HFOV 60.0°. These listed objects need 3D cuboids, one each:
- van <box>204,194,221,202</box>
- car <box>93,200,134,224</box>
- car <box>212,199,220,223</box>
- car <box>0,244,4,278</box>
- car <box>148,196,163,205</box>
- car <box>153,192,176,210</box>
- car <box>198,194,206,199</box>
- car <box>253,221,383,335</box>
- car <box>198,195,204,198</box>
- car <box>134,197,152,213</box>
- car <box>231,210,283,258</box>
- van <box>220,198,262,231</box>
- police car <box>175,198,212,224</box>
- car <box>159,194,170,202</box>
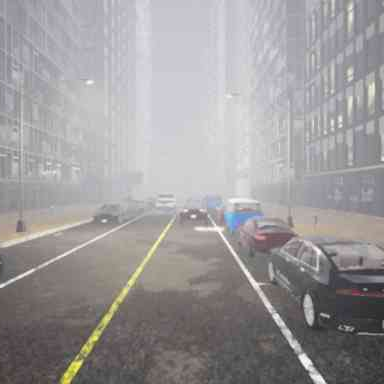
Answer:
[{"bbox_3d":[2.710,1.180,40.816,1.690,1.788,3.998,0,0,0],"label":"van"},{"bbox_3d":[-5.679,1.478,23.728,1.947,1.339,4.313,0,0,0],"label":"car"},{"bbox_3d":[2.701,1.456,23.722,1.887,1.381,4.507,0,0,0],"label":"car"},{"bbox_3d":[-5.689,1.418,6.634,1.967,1.590,4.097,0,0,0],"label":"car"},{"bbox_3d":[-5.664,1.371,52.221,1.802,1.307,4.206,0,0,0],"label":"car"},{"bbox_3d":[-3.074,1.061,40.255,2.150,2.045,5.566,0,1,0],"label":"car"},{"bbox_3d":[2.737,1.134,92.101,1.887,1.381,4.507,0,0,0],"label":"car"},{"bbox_3d":[2.692,1.528,6.629,2.008,1.369,4.403,0,0,0],"label":"car"},{"bbox_3d":[0.121,1.400,41.658,1.994,1.385,4.181,0,0,0],"label":"car"},{"bbox_3d":[-5.673,1.446,35.125,1.802,1.307,4.206,0,0,0],"label":"car"},{"bbox_3d":[2.695,1.539,12.326,1.802,1.307,4.206,0,0,0],"label":"car"},{"bbox_3d":[2.698,1.276,18.024,1.690,1.788,3.998,0,0,0],"label":"van"},{"bbox_3d":[0.112,1.412,23.976,2.038,1.542,4.974,0,0,0],"label":"police car"},{"bbox_3d":[-5.655,1.144,69.315,1.967,1.590,4.097,0,0,0],"label":"car"}]
